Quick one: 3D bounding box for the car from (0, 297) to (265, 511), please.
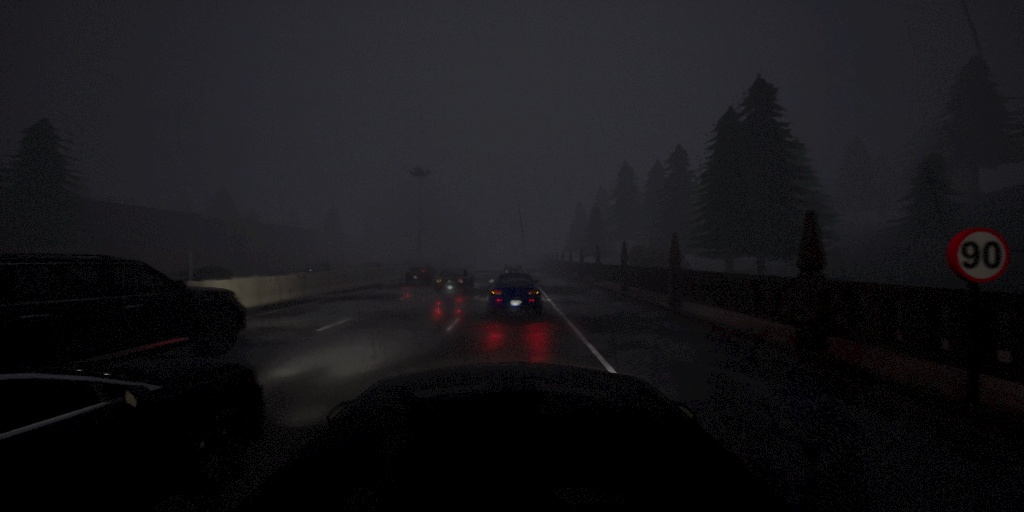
[{"bbox_3d":[-3.398,1.239,1.632,2.128,1.511,4.902,0,0,0],"label":"car"}]

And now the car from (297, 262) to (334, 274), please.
[{"bbox_3d":[-21.056,1.386,38.635,1.837,1.490,4.892,0,0,0],"label":"car"}]

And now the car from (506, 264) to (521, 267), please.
[{"bbox_3d":[0.126,1.485,35.494,1.895,1.301,4.718,0,0,0],"label":"car"}]

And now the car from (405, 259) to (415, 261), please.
[{"bbox_3d":[-17.474,1.329,61.371,2.097,1.767,4.553,0,0,1],"label":"car"}]

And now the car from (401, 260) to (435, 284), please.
[{"bbox_3d":[-6.880,1.342,28.045,2.128,1.511,4.902,0,0,0],"label":"car"}]

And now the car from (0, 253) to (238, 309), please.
[{"bbox_3d":[-6.903,0.984,5.465,2.150,2.045,5.566,0,0,0],"label":"car"}]

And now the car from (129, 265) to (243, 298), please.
[{"bbox_3d":[-17.585,1.315,19.766,1.837,1.490,4.892,0,0,0],"label":"car"}]

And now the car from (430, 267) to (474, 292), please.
[{"bbox_3d":[-3.387,1.429,21.850,1.895,1.301,4.718,0,0,0],"label":"car"}]

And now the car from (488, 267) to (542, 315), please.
[{"bbox_3d":[0.107,1.323,13.745,1.812,1.442,4.674,0,0,0],"label":"car"}]

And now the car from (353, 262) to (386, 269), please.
[{"bbox_3d":[-14.063,1.353,35.515,1.882,1.535,5.008,0,0,0],"label":"car"}]
